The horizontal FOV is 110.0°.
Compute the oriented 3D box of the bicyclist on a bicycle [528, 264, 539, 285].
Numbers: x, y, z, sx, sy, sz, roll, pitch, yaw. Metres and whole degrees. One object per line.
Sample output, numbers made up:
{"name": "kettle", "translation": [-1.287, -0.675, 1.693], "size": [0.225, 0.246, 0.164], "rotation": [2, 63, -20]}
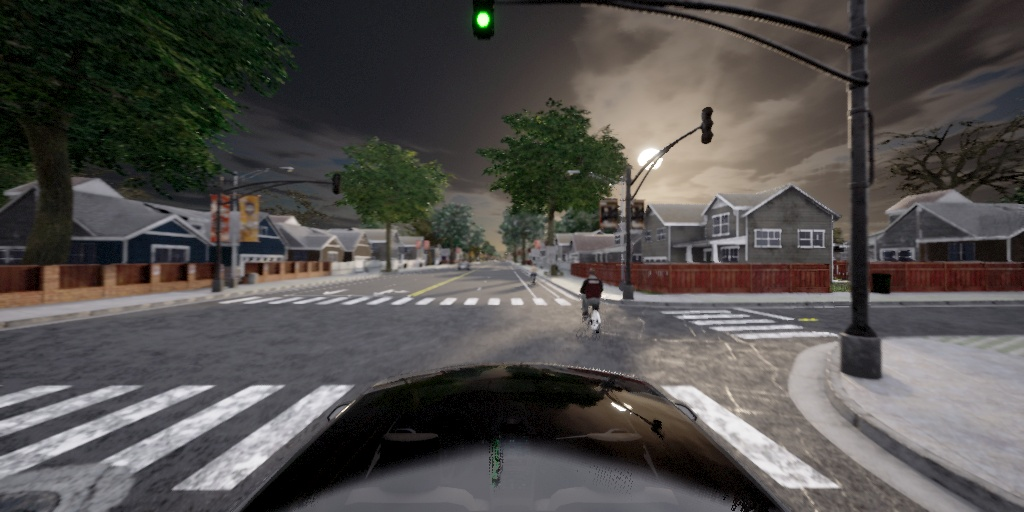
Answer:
{"name": "bicyclist on a bicycle", "translation": [1.668, 1.417, 27.584], "size": [0.866, 1.612, 1.509], "rotation": [0, 0, -2]}

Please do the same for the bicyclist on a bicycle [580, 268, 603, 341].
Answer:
{"name": "bicyclist on a bicycle", "translation": [2.040, 1.201, 9.355], "size": [0.659, 1.776, 1.843], "rotation": [0, 0, -1]}

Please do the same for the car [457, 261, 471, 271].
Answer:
{"name": "car", "translation": [-7.790, 1.643, 58.810], "size": [2.128, 1.511, 4.902], "rotation": [0, 0, -1]}
